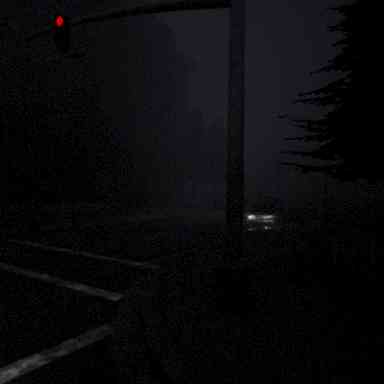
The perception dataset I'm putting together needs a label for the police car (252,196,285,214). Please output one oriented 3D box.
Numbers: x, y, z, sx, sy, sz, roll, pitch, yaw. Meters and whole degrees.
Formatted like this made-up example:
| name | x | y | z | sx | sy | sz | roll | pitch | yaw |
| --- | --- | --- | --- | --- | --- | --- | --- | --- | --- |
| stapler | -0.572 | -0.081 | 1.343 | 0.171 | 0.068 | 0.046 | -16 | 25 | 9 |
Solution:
| name | x | y | z | sx | sy | sz | roll | pitch | yaw |
| --- | --- | --- | --- | --- | --- | --- | --- | --- | --- |
| police car | 7.561 | 1.217 | 32.831 | 1.930 | 1.638 | 5.238 | 1 | 1 | 34 |
